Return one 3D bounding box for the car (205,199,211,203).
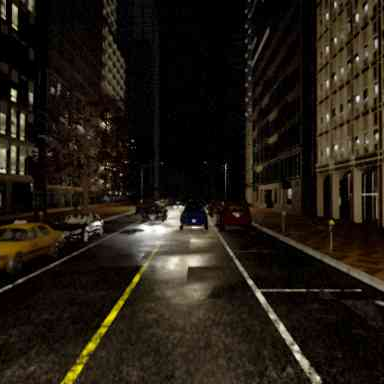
[{"bbox_3d":[2.733,1.625,33.687,2.192,1.841,5.009,0,-1,0],"label":"car"}]

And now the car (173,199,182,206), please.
[{"bbox_3d":[-2.921,2.134,70.101,2.128,1.511,4.902,0,0,0],"label":"car"}]

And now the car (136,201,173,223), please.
[{"bbox_3d":[-3.066,1.751,28.054,2.128,1.511,4.902,0,-1,0],"label":"car"}]

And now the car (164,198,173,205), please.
[{"bbox_3d":[-5.598,2.240,79.243,1.887,1.381,4.507,0,0,0],"label":"car"}]

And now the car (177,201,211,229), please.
[{"bbox_3d":[0.129,1.697,23.670,1.882,1.535,5.008,0,0,0],"label":"car"}]

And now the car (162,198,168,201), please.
[{"bbox_3d":[-5.623,2.088,56.473,1.802,1.307,4.206,0,0,0],"label":"car"}]

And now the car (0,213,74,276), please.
[{"bbox_3d":[-5.675,1.626,10.767,1.752,1.417,4.829,0,-1,0],"label":"car"}]

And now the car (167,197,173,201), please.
[{"bbox_3d":[-5.611,2.152,67.859,2.008,1.369,4.403,0,0,0],"label":"car"}]

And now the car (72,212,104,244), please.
[{"bbox_3d":[-5.669,1.706,16.630,2.008,1.369,4.403,0,-1,0],"label":"car"}]

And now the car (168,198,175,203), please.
[{"bbox_3d":[-5.585,2.369,90.627,1.802,1.307,4.206,0,0,0],"label":"car"}]

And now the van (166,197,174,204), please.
[{"bbox_3d":[-5.590,2.083,84.937,1.690,1.788,3.998,0,0,0],"label":"van"}]

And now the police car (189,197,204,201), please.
[{"bbox_3d":[0.145,1.806,41.823,1.930,1.638,5.238,0,-1,0],"label":"police car"}]

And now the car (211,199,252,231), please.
[{"bbox_3d":[2.720,1.523,22.303,2.192,1.841,5.009,0,-1,0],"label":"car"}]
